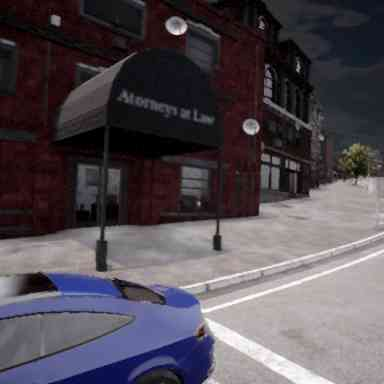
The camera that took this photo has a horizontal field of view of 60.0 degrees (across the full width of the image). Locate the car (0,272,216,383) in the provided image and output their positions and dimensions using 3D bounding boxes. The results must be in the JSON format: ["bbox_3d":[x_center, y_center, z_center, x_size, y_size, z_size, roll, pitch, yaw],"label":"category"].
[{"bbox_3d":[-1.889,1.541,2.811,4.674,1.442,1.812,0,0,-36],"label":"car"}]
